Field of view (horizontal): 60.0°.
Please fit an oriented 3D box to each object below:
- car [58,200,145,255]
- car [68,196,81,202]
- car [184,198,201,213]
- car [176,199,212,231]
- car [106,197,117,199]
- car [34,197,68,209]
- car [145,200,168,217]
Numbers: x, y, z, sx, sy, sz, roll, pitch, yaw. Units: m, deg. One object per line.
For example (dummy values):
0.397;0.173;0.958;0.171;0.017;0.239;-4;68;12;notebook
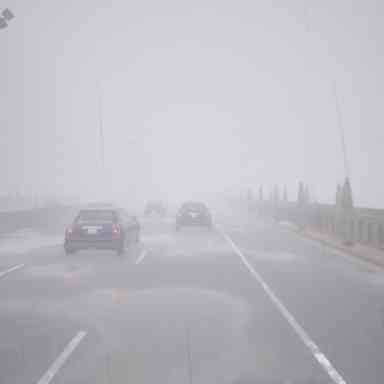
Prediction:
-3.404;1.365;13.468;2.097;1.767;4.553;0;0;0;car
-21.015;1.429;58.375;1.837;1.490;4.892;0;0;0;car
0.078;1.549;38.818;1.882;1.535;5.008;0;0;0;car
0.095;1.379;21.000;2.097;1.767;4.553;0;0;0;car
-14.015;1.636;57.351;1.882;1.535;5.008;0;0;0;car
-17.555;1.568;40.882;2.128;1.511;4.902;0;0;0;car
-3.410;1.556;31.668;1.837;1.490;4.892;0;0;0;car
